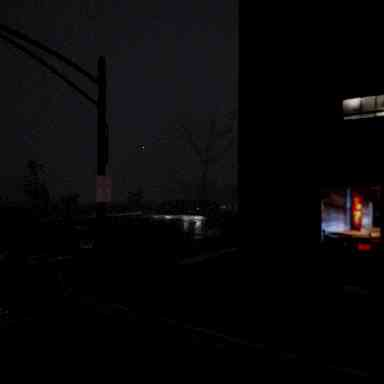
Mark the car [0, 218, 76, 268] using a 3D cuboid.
[{"bbox_3d":[-6.212,1.662,11.955,1.812,1.442,4.674,-1,0,19],"label":"car"}]

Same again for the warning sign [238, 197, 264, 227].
[{"bbox_3d":[3.829,1.249,21.601,1.300,1.860,1.060,0,0,36],"label":"warning sign"}]

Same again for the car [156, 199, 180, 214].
[{"bbox_3d":[-1.733,1.501,35.474,1.882,1.535,5.008,1,0,36],"label":"car"}]

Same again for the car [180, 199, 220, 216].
[{"bbox_3d":[1.173,1.574,33.939,1.812,1.442,4.674,1,0,36],"label":"car"}]
